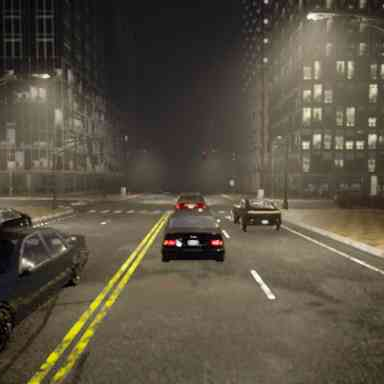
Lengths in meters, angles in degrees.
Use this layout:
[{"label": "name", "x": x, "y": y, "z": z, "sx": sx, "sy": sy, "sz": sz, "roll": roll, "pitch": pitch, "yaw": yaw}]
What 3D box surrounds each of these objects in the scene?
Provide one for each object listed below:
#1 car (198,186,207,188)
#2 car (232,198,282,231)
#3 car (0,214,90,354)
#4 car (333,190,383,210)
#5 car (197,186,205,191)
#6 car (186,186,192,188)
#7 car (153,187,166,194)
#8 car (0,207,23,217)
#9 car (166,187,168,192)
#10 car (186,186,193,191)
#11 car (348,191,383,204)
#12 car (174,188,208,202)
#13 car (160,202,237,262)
[{"label": "car", "x": 2.576, "y": -0.786, "z": 82.413, "sx": 2.097, "sy": 1.767, "sz": 4.553, "roll": 0, "pitch": 2, "yaw": 0}, {"label": "car", "x": 3.210, "y": 1.051, "z": 17.115, "sx": 2.128, "sy": 1.511, "sz": 4.902, "roll": 0, "pitch": 1, "yaw": 0}, {"label": "car", "x": -3.397, "y": 1.396, "z": 5.948, "sx": 2.033, "sy": 1.411, "sz": 5.357, "roll": 0, "pitch": 1, "yaw": 0}, {"label": "car", "x": 15.945, "y": 0.723, "z": 31.402, "sx": 5.009, "sy": 1.841, "sz": 2.192, "roll": 0, "pitch": 2, "yaw": 1}, {"label": "car", "x": 2.493, "y": -1.014, "z": 92.476, "sx": 1.994, "sy": 1.385, "sz": 4.181, "roll": 0, "pitch": 2, "yaw": 0}, {"label": "car", "x": -0.674, "y": -0.587, "z": 82.423, "sx": 1.994, "sy": 1.385, "sz": 4.181, "roll": 0, "pitch": 2, "yaw": 0}, {"label": "car", "x": -7.070, "y": -0.194, "z": 69.587, "sx": 1.895, "sy": 1.301, "sz": 4.718, "roll": 0, "pitch": 2, "yaw": 0}, {"label": "car", "x": -6.673, "y": 1.237, "z": 10.131, "sx": 2.128, "sy": 1.511, "sz": 4.902, "roll": 0, "pitch": 1, "yaw": 0}, {"label": "car", "x": -7.198, "y": -0.615, "z": 85.172, "sx": 1.895, "sy": 1.301, "sz": 4.718, "roll": 0, "pitch": 2, "yaw": 0}, {"label": "car", "x": -0.757, "y": -1.011, "z": 92.450, "sx": 1.994, "sy": 1.385, "sz": 4.181, "roll": 0, "pitch": 2, "yaw": 0}, {"label": "car", "x": 21.485, "y": 0.635, "z": 39.734, "sx": 4.829, "sy": 1.417, "sz": 1.752, "roll": 0, "pitch": 2, "yaw": 1}, {"label": "car", "x": -0.069, "y": 0.822, "z": 20.713, "sx": 2.097, "sy": 1.767, "sz": 4.553, "roll": 0, "pitch": 1, "yaw": -1}, {"label": "car", "x": 0.009, "y": 1.267, "z": 10.927, "sx": 2.033, "sy": 1.411, "sz": 5.357, "roll": 0, "pitch": 1, "yaw": 0}]
